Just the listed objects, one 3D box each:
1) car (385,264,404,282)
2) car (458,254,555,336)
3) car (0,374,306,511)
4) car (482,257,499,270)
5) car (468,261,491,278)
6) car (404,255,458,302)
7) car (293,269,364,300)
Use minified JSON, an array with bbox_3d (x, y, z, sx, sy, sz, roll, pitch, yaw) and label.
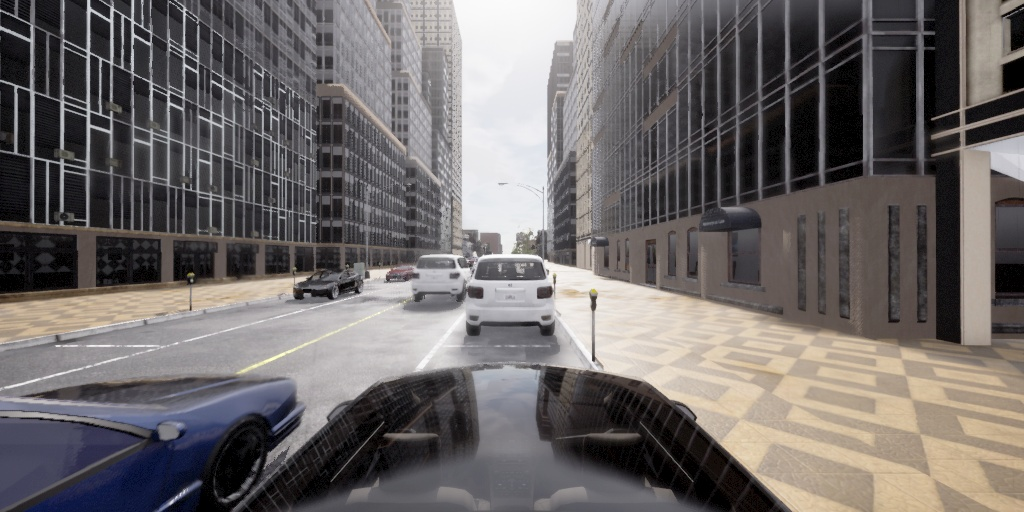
[{"bbox_3d":[-8.835,1.325,29.033,1.802,1.307,4.207,0,0,0],"label":"car"},{"bbox_3d":[-0.039,0.977,10.529,2.150,2.045,5.566,0,0,0],"label":"car"},{"bbox_3d":[-3.052,1.297,1.205,2.033,1.411,5.357,0,0,0],"label":"car"},{"bbox_3d":[-3.048,1.080,51.709,2.097,1.767,4.553,0,0,0],"label":"car"},{"bbox_3d":[-3.055,1.265,34.542,1.812,1.442,4.674,0,0,0],"label":"car"},{"bbox_3d":[-3.145,0.971,17.214,2.150,2.045,5.566,0,0,0],"label":"car"},{"bbox_3d":[-8.836,1.313,17.650,1.948,1.339,4.313,0,0,0],"label":"car"}]
